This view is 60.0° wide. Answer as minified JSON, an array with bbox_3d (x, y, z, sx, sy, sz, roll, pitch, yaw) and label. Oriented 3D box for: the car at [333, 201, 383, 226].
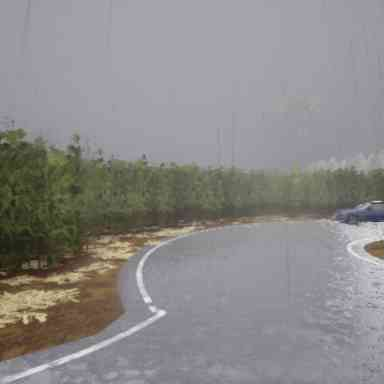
[{"bbox_3d":[11.199,1.312,20.534,4.674,1.442,1.812,0,0,5],"label":"car"}]
